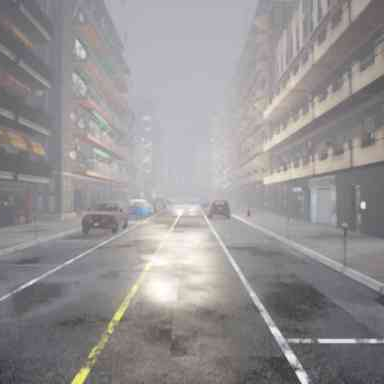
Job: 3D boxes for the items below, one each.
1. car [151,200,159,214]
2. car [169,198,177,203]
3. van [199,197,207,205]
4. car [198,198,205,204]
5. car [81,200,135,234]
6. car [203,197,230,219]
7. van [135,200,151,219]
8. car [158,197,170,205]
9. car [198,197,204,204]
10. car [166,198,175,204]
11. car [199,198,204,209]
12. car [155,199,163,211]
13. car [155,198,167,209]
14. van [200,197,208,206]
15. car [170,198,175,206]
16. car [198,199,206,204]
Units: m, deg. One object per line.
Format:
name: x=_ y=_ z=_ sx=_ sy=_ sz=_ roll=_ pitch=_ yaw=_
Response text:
car: x=-5.312 y=1.905 z=37.982 sx=2.008 sy=1.369 sz=4.403 roll=1 pitch=-1 yaw=0
car: x=-5.323 y=2.443 z=94.689 sx=2.008 sy=1.369 sz=4.403 roll=1 pitch=-1 yaw=0
van: x=2.563 y=2.071 z=77.710 sx=1.690 sy=1.788 sz=3.998 roll=1 pitch=-1 yaw=0
car: x=2.559 y=2.383 z=89.049 sx=1.887 sy=1.381 sz=4.507 roll=1 pitch=-1 yaw=0
car: x=-5.306 y=1.511 z=20.973 sx=2.192 sy=1.841 sz=5.009 roll=1 pitch=-1 yaw=0
car: x=2.572 y=1.617 z=32.345 sx=2.192 sy=1.841 sz=5.009 roll=1 pitch=-1 yaw=0
van: x=-5.308 y=1.643 z=32.314 sx=1.690 sy=1.788 sz=3.998 roll=1 pitch=-1 yaw=0
car: x=-5.312 y=1.829 z=54.997 sx=2.192 sy=1.841 sz=5.009 roll=1 pitch=-1 yaw=0
car: x=2.564 y=2.118 z=60.696 sx=2.008 sy=1.369 sz=4.403 roll=1 pitch=-1 yaw=0
car: x=-5.319 y=2.224 z=83.349 sx=1.967 sy=1.590 sz=4.097 roll=1 pitch=-1 yaw=0
car: x=2.565 y=2.080 z=55.026 sx=1.947 sy=1.339 sz=4.313 roll=1 pitch=-1 yaw=0
car: x=-5.313 y=1.973 z=43.653 sx=1.947 sy=1.339 sz=4.313 roll=1 pitch=-1 yaw=0
car: x=-5.314 y=2.012 z=49.324 sx=2.008 sy=1.369 sz=4.403 roll=1 pitch=-1 yaw=0
van: x=2.564 y=2.017 z=72.040 sx=1.690 sy=1.788 sz=3.998 roll=1 pitch=-1 yaw=0
car: x=-5.317 y=2.116 z=72.007 sx=1.967 sy=1.590 sz=4.097 roll=1 pitch=-1 yaw=0
car: x=2.559 y=2.350 z=83.378 sx=1.947 sy=1.339 sz=4.313 roll=1 pitch=-1 yaw=0
